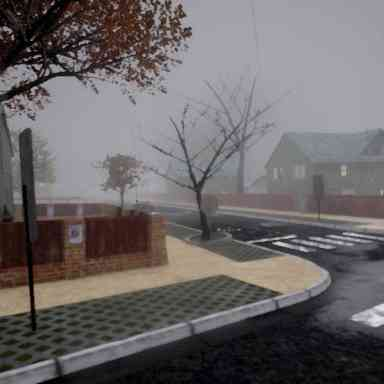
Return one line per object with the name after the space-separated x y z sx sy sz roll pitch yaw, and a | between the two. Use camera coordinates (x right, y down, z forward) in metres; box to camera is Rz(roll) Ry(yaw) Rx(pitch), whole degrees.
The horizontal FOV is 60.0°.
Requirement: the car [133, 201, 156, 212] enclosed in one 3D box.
-5.869 1.762 40.710 1.895 1.301 4.718 -3 1 -22 | car
